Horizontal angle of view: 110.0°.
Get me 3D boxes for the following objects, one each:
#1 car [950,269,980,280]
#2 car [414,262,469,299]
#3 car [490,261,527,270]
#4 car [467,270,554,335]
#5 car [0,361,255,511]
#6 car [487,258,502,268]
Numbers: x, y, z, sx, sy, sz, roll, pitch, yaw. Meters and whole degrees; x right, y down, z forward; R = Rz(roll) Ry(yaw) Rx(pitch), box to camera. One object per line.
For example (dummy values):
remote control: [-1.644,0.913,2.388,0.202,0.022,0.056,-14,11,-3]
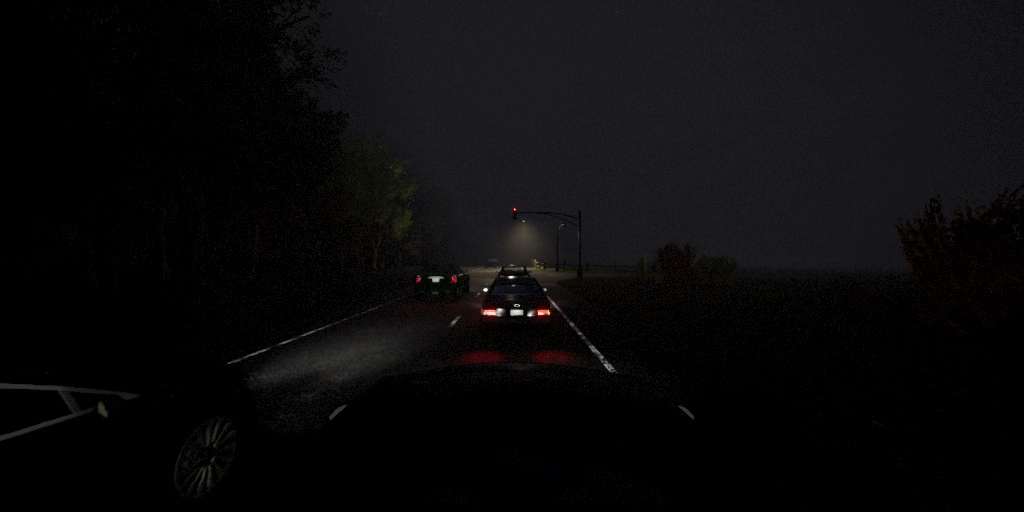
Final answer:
car: [50.201,1.897,38.858,4.718,1.301,1.895,1,-1,0]
car: [-3.401,1.106,18.143,2.097,1.767,4.553,0,0,0]
car: [0.102,1.246,20.212,2.128,1.511,4.902,0,0,0]
car: [0.101,1.300,10.463,2.033,1.411,5.357,0,0,0]
car: [-3.402,1.239,1.477,2.128,1.511,4.902,0,0,0]
car: [-3.410,1.246,62.886,2.128,1.511,4.902,0,0,0]
